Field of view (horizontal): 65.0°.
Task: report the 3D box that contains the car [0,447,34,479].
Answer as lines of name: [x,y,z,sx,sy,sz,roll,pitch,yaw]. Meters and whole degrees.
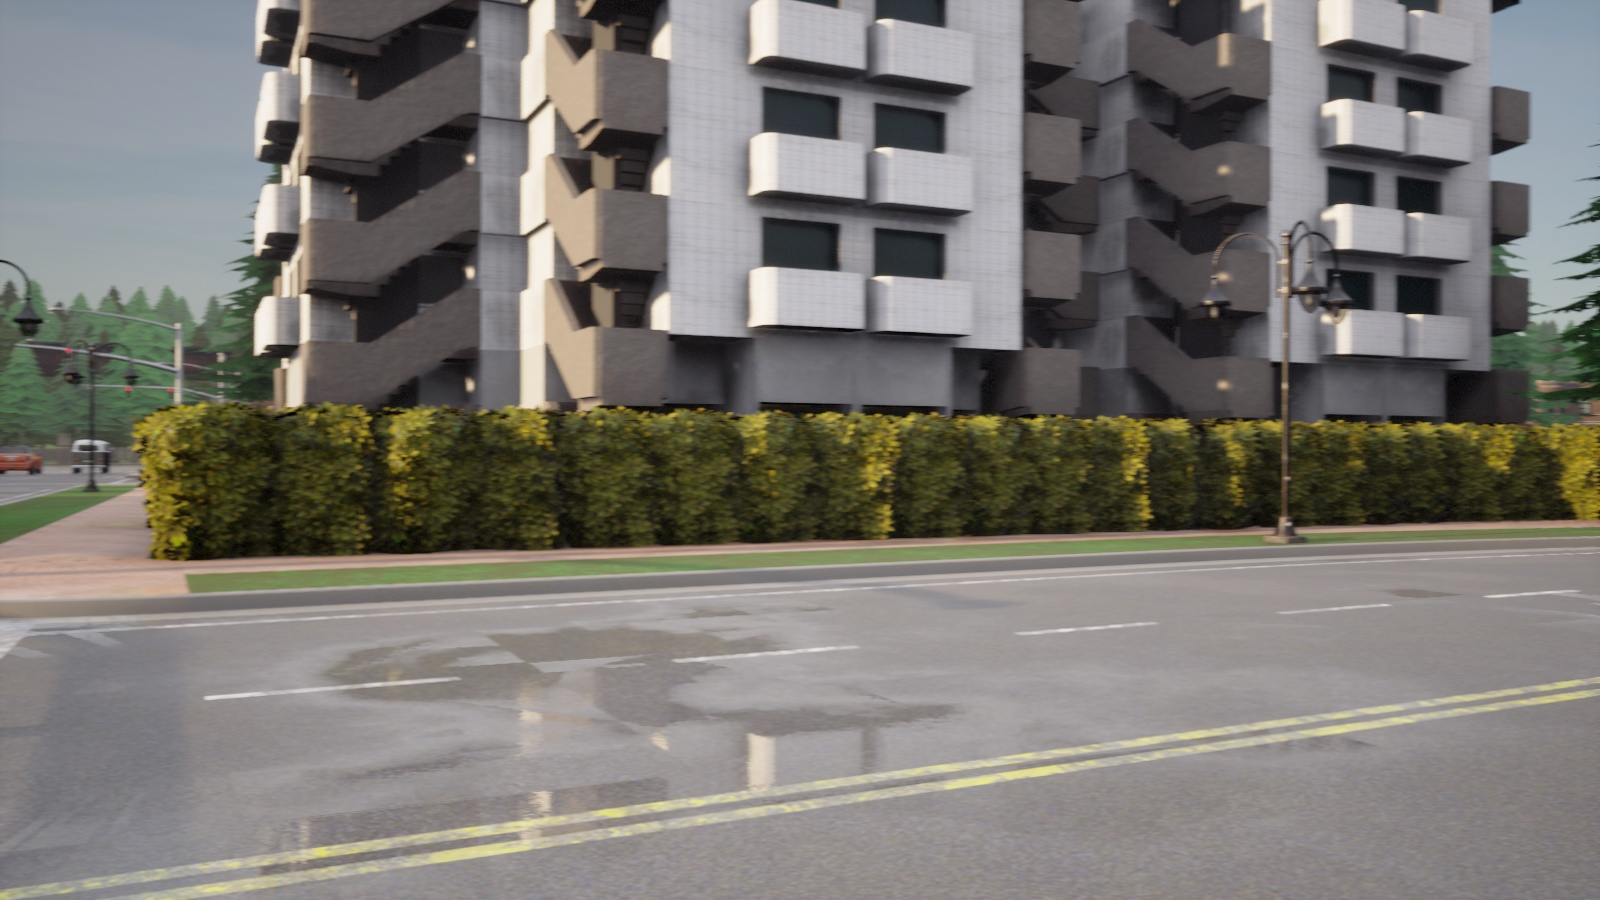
car: [-45.441,0.730,71.999,2.097,1.767,4.553,0,0,-25]

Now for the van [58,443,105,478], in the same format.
van: [-43.342,0.596,75.829,2.069,2.038,4.480,0,0,-25]
